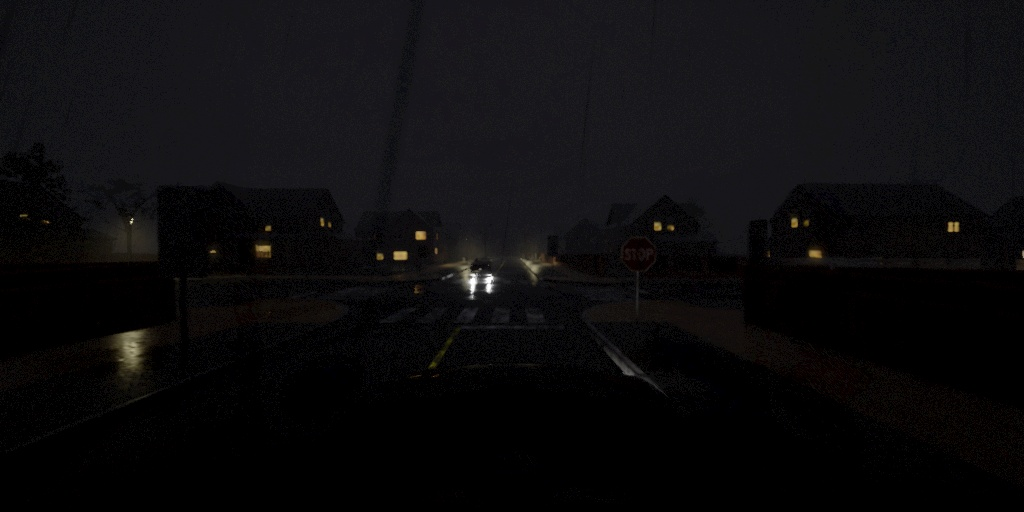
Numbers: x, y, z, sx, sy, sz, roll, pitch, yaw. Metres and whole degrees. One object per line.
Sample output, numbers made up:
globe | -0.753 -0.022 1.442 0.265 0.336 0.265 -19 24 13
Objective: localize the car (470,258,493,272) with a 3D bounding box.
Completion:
car | -2.764 0.817 33.527 1.895 1.301 4.718 0 1 0
